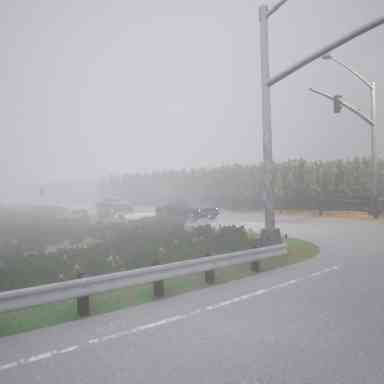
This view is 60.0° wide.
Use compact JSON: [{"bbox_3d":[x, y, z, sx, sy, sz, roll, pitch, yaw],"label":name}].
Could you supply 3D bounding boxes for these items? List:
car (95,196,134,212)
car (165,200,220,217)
[{"bbox_3d":[-7.035,1.124,29.821,1.837,1.490,4.892,-3,2,-40],"label":"car"},{"bbox_3d":[-0.369,1.180,22.021,1.895,1.301,4.718,-3,2,-41],"label":"car"}]
